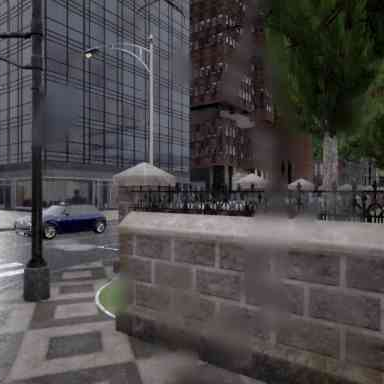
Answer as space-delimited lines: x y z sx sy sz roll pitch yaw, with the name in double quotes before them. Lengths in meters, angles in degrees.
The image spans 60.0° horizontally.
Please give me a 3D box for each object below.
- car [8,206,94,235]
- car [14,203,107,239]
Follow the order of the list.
"car" -8.445 1.632 20.222 2.008 1.369 4.403 0 -1 36
"car" -6.877 1.426 17.834 2.097 1.767 4.553 0 0 36
